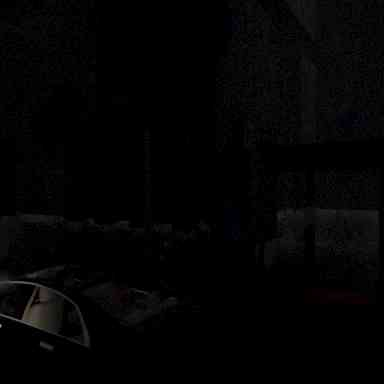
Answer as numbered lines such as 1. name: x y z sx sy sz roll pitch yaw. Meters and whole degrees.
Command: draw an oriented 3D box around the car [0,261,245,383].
1. car: -1.520 1.549 4.048 4.403 1.369 2.008 0 0 36
